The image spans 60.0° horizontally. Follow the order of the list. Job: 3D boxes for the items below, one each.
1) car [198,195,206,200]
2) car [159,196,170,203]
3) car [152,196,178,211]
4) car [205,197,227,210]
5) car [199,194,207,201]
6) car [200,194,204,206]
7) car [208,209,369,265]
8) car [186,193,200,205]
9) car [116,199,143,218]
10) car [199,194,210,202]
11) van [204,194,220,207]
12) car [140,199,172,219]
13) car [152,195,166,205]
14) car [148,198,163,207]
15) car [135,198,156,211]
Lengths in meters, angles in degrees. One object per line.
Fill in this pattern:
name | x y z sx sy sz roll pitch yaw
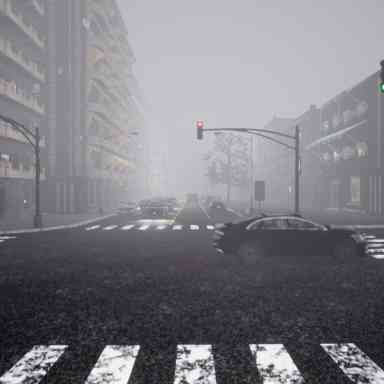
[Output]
car | 2.715 1.496 91.010 1.887 1.381 4.507 0 0 0
car | -5.672 1.551 68.886 1.802 1.307 4.206 0 0 0
car | -3.087 1.535 38.659 2.033 1.411 5.357 0 0 0
car | 2.698 1.555 35.675 1.947 1.339 4.313 0 0 0
car | 2.712 1.396 85.476 1.967 1.590 4.097 0 0 0
car | 2.702 1.420 52.276 1.967 1.590 4.097 0 0 0
car | 3.095 1.429 10.855 4.902 1.511 2.128 -1 1 -1
car | 0.117 1.198 59.018 2.150 2.045 5.566 0 0 0
car | -5.684 1.542 30.151 2.008 1.369 4.403 0 0 0
car | 2.708 1.280 74.410 2.192 1.841 5.009 0 0 0
van | 2.698 1.327 41.208 1.690 1.788 3.998 0 0 0
car | -3.100 1.556 29.311 1.994 1.385 4.181 0 0 -1
car | -5.677 1.417 57.819 1.967 1.590 4.097 0 0 0
car | -5.677 1.562 52.286 1.802 1.307 4.206 0 0 0
car | -5.680 1.531 41.218 1.887 1.381 4.507 0 0 0
